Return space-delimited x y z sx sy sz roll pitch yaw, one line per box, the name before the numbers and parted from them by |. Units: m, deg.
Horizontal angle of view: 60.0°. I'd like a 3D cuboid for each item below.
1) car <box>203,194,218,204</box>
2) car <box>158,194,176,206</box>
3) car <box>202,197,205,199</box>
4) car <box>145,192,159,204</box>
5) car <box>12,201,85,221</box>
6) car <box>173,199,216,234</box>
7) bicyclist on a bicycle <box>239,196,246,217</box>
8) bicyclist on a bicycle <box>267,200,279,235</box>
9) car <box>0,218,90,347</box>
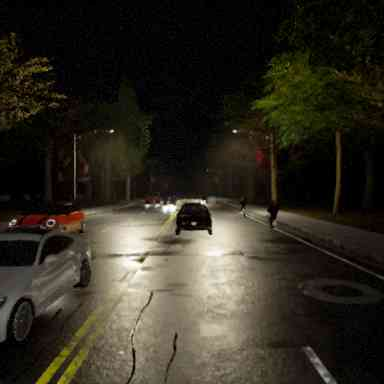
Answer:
car | 3.354 1.310 56.185 1.812 1.442 4.674 0 0 0
car | -3.323 1.292 49.478 2.128 1.511 4.902 0 0 0
car | 0.097 1.432 36.689 1.895 1.301 4.718 0 0 0
car | -6.560 1.003 56.310 2.150 2.045 5.566 0 0 1
car | -6.600 1.267 15.579 2.097 1.767 4.553 0 0 0
car | 0.098 1.378 18.581 1.882 1.535 5.008 0 0 0
bicyclist on a bicycle | 4.141 1.234 27.295 0.659 1.776 1.843 0 0 0
bicyclist on a bicycle | 4.141 1.277 17.179 0.659 1.776 1.843 0 0 0
car | -3.349 1.488 6.381 1.812 1.442 4.674 0 0 0
